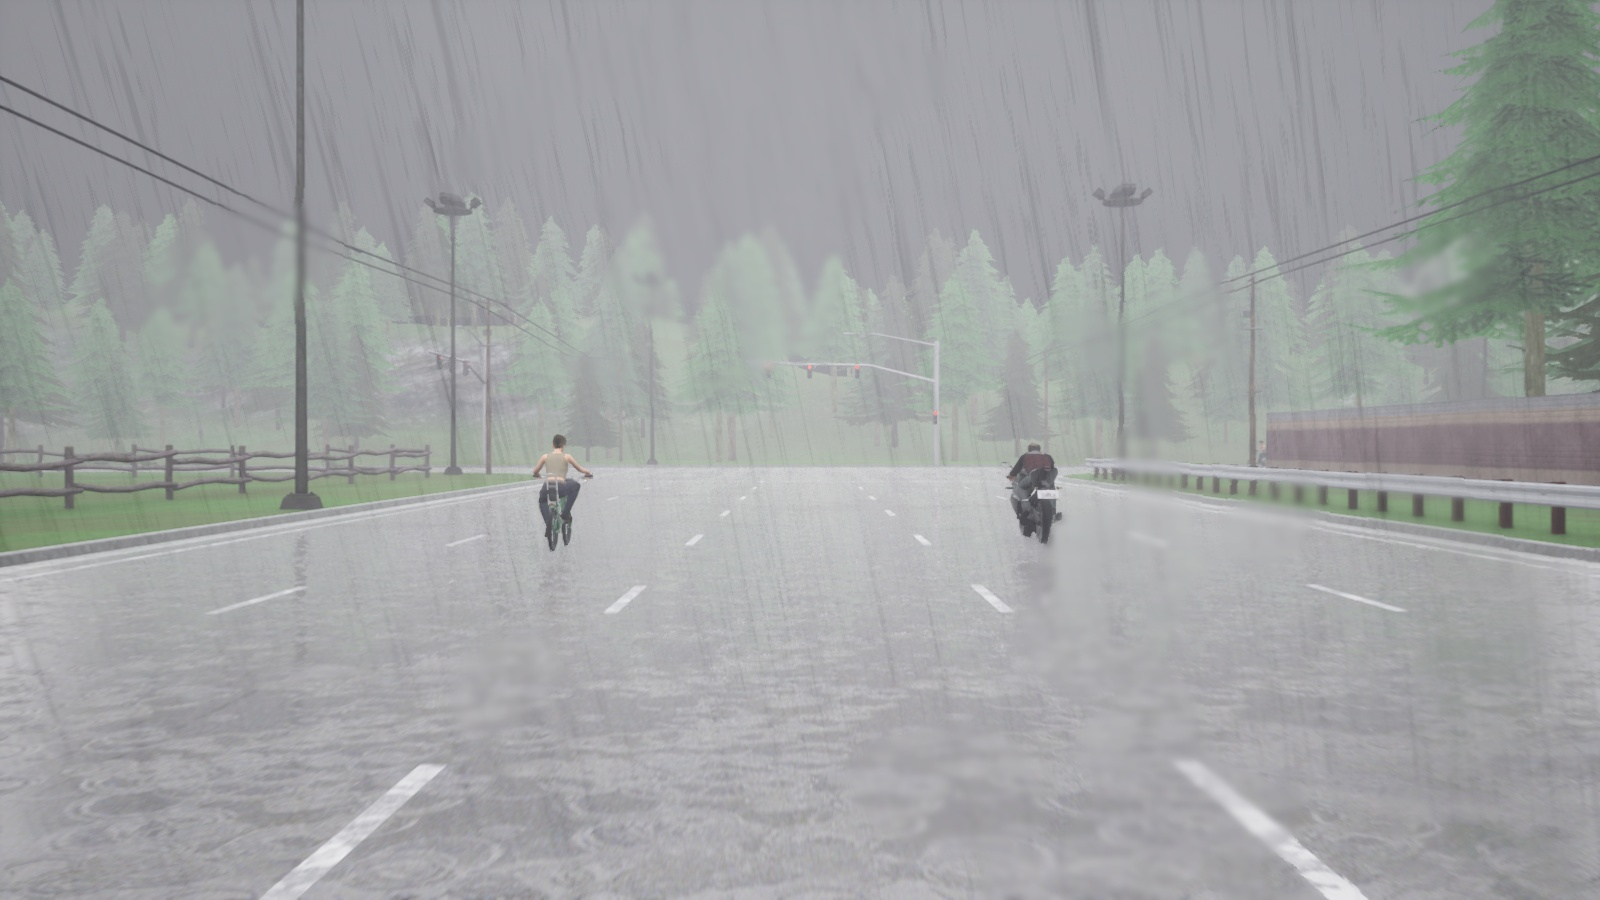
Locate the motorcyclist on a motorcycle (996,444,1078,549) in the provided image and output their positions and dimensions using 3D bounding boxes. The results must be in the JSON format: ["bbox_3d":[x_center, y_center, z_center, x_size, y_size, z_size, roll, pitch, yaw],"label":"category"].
[{"bbox_3d":[3.626,0.675,19.397,0.866,1.530,2.191,0,0,0],"label":"motorcyclist on a motorcycle"}]

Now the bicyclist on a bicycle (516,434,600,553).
[{"bbox_3d":[-3.389,0.581,17.709,0.866,1.612,1.509,0,0,1],"label":"bicyclist on a bicycle"}]
